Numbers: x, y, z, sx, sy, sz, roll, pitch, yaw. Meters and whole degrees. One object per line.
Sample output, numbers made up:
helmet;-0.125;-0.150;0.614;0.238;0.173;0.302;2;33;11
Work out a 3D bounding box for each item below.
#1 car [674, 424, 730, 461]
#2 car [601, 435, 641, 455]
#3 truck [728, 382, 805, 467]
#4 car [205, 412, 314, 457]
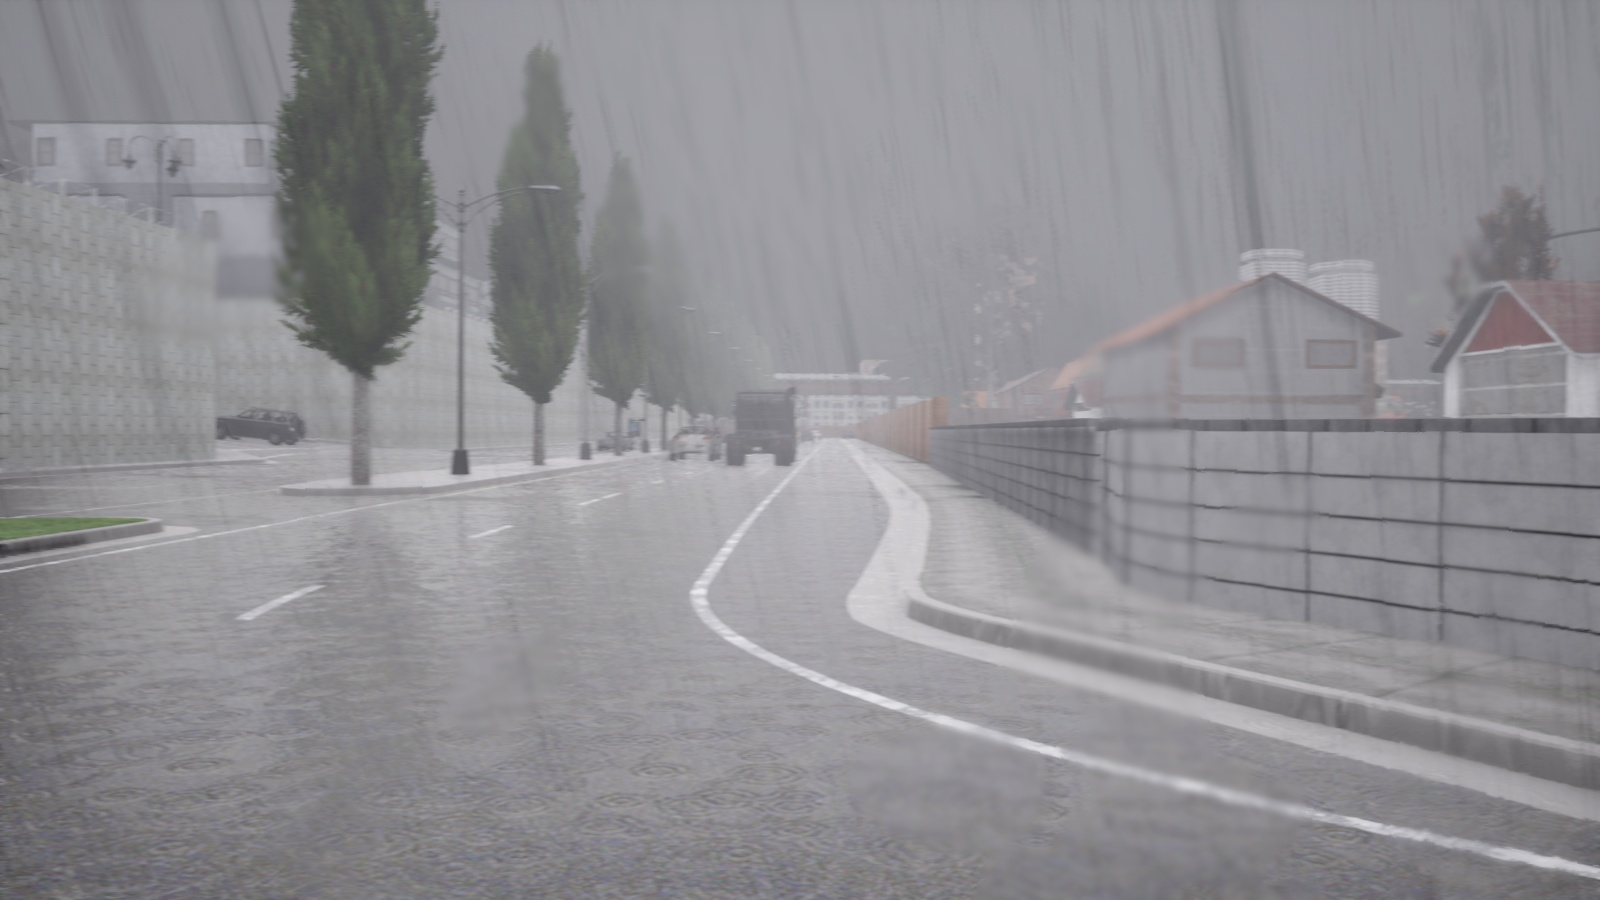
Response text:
car;-4.686;-0.387;60.643;2.152;1.651;5.027;-1;1;2
car;-11.959;-0.357;84.212;1.895;1.301;4.718;-1;1;2
truck;-1.357;-1.098;55.269;2.891;3.462;7.936;-1;1;2
car;-27.573;-0.788;64.158;4.605;1.855;1.932;5;1;2
